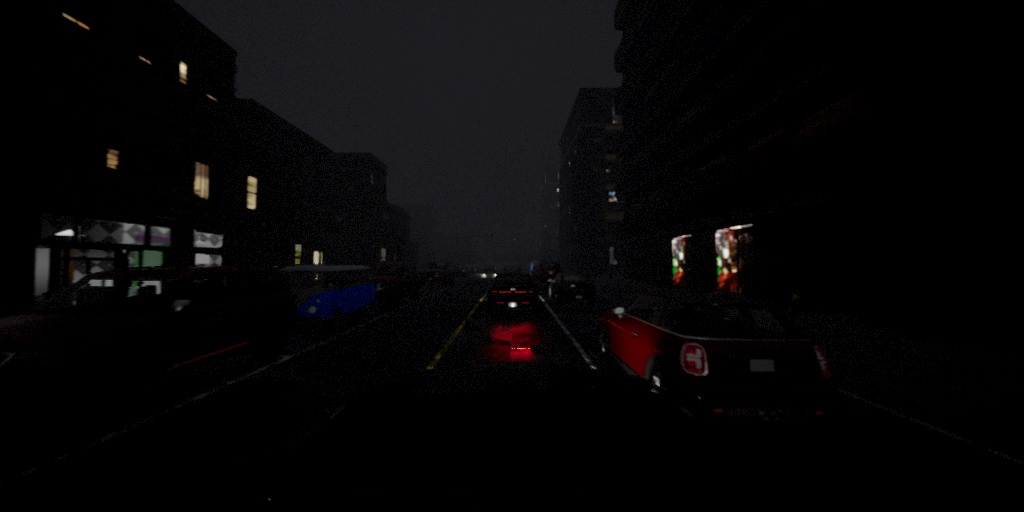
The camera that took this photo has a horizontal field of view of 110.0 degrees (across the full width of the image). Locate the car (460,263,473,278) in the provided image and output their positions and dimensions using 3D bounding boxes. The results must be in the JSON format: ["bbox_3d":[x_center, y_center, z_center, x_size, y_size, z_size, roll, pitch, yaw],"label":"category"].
[{"bbox_3d":[-5.682,1.524,38.262,1.967,1.591,4.097,0,0,0],"label":"car"}]

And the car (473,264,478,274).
[{"bbox_3d":[-5.681,1.733,49.076,2.007,1.370,4.403,0,0,0],"label":"car"}]

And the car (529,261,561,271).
[{"bbox_3d":[2.697,1.300,27.439,2.192,1.841,5.009,0,0,0],"label":"car"}]

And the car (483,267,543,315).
[{"bbox_3d":[0.049,1.372,14.268,1.837,1.490,4.892,0,0,1],"label":"car"}]

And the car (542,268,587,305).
[{"bbox_3d":[2.695,1.438,16.625,2.007,1.370,4.403,0,0,0],"label":"car"}]

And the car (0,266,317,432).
[{"bbox_3d":[-5.689,1.103,5.820,2.192,1.841,5.009,0,0,0],"label":"car"}]

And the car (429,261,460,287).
[{"bbox_3d":[-5.684,1.301,27.448,2.192,1.841,5.009,0,0,0],"label":"car"}]

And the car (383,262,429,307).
[{"bbox_3d":[-5.686,1.202,16.634,2.192,1.841,5.009,0,0,0],"label":"car"}]

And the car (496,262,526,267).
[{"bbox_3d":[0.051,1.494,29.267,2.128,1.511,4.902,0,0,1],"label":"car"}]

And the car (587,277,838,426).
[{"bbox_3d":[2.692,1.228,5.812,1.967,1.591,4.097,0,0,0],"label":"car"}]

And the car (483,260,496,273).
[{"bbox_3d":[-3.044,1.677,50.878,1.882,1.535,5.008,0,-1,0],"label":"car"}]

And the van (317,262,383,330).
[{"bbox_3d":[-5.688,1.179,11.227,1.690,1.789,3.998,0,0,0],"label":"van"}]
